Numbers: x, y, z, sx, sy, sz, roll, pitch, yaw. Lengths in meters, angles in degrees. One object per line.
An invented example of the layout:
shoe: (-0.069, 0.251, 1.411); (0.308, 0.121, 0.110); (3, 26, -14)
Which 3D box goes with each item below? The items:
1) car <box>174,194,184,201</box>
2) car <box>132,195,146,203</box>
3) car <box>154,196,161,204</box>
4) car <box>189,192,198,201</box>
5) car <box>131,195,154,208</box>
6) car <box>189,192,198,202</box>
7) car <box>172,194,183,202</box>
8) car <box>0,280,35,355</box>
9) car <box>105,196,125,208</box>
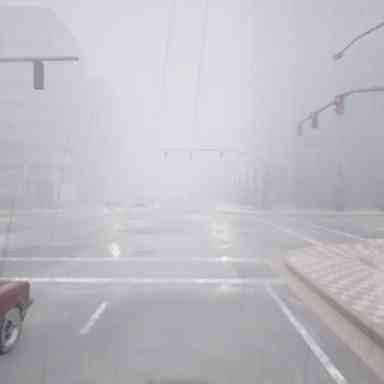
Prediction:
car: (-3.200, 1.268, 80.962); (2.128, 1.511, 4.902); (0, 0, 0)
car: (-10.261, 1.324, 64.802); (1.837, 1.490, 4.892); (0, 0, 0)
car: (-6.817, 1.394, 60.718); (1.994, 1.385, 4.181); (0, 0, 1)
car: (0.300, 0.974, 81.152); (2.150, 2.045, 5.566); (0, 0, 0)
car: (-6.919, 1.421, 45.072); (2.033, 1.411, 5.357); (0, 0, 0)
car: (0.263, 1.332, 71.053); (2.033, 1.411, 5.357); (0, 0, 0)
car: (-3.235, 1.292, 71.635); (1.837, 1.490, 4.892); (0, 0, 0)
car: (-3.415, 1.592, 3.103); (1.895, 1.301, 4.718); (0, 0, 1)
car: (-10.414, 1.351, 45.393); (1.882, 1.535, 5.008); (0, 0, 0)
